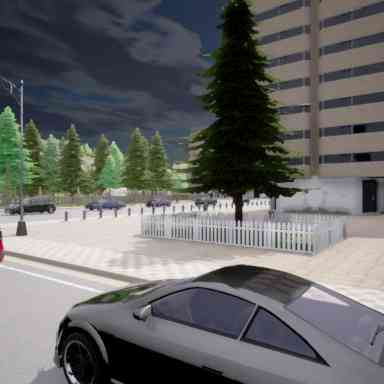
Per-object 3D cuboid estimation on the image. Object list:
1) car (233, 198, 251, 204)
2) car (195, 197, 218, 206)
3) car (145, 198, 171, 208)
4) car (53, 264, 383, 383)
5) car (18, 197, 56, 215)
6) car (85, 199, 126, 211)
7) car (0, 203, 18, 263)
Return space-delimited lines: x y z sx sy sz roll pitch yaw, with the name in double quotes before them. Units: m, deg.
"car" 9.447 1.505 63.286 1.837 1.490 4.892 0 0 35
"car" 2.391 1.504 53.364 1.837 1.490 4.892 0 0 35
"car" -4.964 1.564 49.384 1.994 1.385 4.181 0 0 36
"car" 0.339 1.564 3.749 4.181 1.385 1.994 0 0 35
"car" -16.226 1.352 33.574 2.097 1.767 4.553 0 0 35
"car" -10.652 1.547 41.412 2.033 1.411 5.357 0 0 35
"car" -7.352 1.221 9.179 5.566 2.045 2.150 0 0 36
